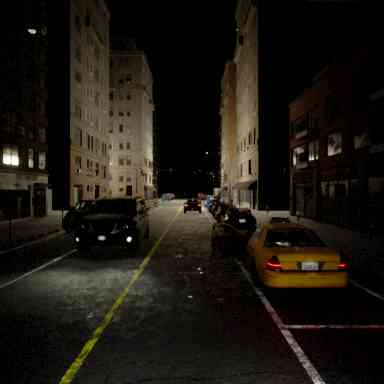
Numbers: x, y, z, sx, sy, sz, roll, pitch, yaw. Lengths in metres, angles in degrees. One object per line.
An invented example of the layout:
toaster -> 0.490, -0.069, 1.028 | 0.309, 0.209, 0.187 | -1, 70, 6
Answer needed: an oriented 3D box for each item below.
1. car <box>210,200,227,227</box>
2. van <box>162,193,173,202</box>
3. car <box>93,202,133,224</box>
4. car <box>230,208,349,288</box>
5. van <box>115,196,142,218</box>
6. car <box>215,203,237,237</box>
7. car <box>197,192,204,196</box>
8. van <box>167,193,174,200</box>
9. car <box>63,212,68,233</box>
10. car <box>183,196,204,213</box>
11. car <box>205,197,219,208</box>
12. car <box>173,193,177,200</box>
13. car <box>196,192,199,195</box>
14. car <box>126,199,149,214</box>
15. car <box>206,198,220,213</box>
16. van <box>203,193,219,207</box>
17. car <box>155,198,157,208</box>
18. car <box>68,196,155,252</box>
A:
car -> 2.668, 1.564, 25.366 | 1.947, 1.339, 4.313 | 0, 0, 0
van -> -5.854, 1.292, 75.223 | 1.690, 1.788, 3.998 | 0, 0, 0
car -> -5.857, 1.549, 25.353 | 2.008, 1.369, 4.403 | 0, 0, 0
car -> 2.351, 1.456, 9.190 | 1.801, 1.575, 5.366 | 0, 0, 0
van -> -5.857, 1.339, 31.021 | 1.690, 1.788, 3.998 | 0, 0, 0
car -> 2.668, 1.565, 19.697 | 1.947, 1.339, 4.313 | 0, 0, 0
car -> 2.671, 1.391, 75.240 | 1.967, 1.590, 4.097 | 0, 0, 0
van -> -5.853, 1.265, 91.980 | 1.690, 1.788, 3.998 | 0, 0, 0
car -> -5.857, 1.314, 19.686 | 2.192, 1.841, 5.009 | 0, 0, 0
car -> 0.072, 1.521, 36.114 | 1.812, 1.442, 4.674 | 0, 0, 0
car -> 2.669, 1.577, 36.705 | 1.802, 1.307, 4.206 | 0, 0, 0
car -> -5.854, 1.249, 86.395 | 2.192, 1.841, 5.009 | 0, 0, 0
car -> 2.672, 1.249, 86.410 | 2.192, 1.841, 5.009 | 0, 0, 0
car -> -5.856, 1.520, 36.521 | 1.752, 1.417, 4.829 | 0, 0, 0
car -> 2.669, 1.549, 31.035 | 2.008, 1.369, 4.403 | 0, 0, 0
van -> 2.670, 1.331, 42.375 | 1.690, 1.788, 3.998 | 0, 0, 0
car -> -5.856, 1.515, 42.190 | 1.752, 1.417, 4.829 | 0, 0, 0
car -> -3.101, 1.221, 14.186 | 2.150, 2.045, 5.566 | 0, 0, 0
